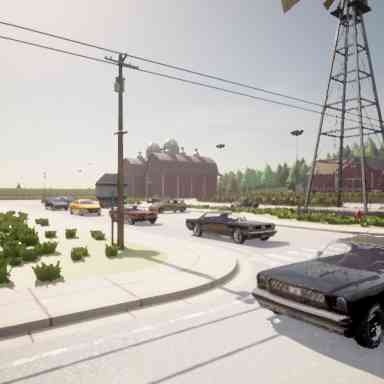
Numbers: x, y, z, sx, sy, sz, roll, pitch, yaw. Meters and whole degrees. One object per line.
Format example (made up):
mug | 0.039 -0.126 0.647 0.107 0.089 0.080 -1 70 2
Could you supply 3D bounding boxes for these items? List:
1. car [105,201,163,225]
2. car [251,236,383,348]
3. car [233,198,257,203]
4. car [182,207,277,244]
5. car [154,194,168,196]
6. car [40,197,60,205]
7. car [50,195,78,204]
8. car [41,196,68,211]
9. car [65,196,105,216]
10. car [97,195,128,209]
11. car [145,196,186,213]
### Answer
car | -4.348 1.601 24.312 1.895 1.301 4.718 0 0 -36
car | 3.370 1.601 6.395 4.718 1.301 1.895 0 0 -35
car | 7.060 1.520 44.266 3.905 1.438 1.784 0 0 -36
car | 1.757 1.601 16.080 1.895 1.301 4.718 0 0 -37
car | -6.350 1.309 62.309 4.605 1.855 1.932 0 0 -36
car | -25.154 1.547 58.654 2.033 1.411 5.357 0 0 -36
car | -25.321 1.480 65.803 4.611 1.667 2.242 0 0 -36
car | -16.852 1.547 41.273 2.033 1.411 5.357 0 0 -36
car | -10.542 1.477 32.691 1.882 1.535 5.008 0 0 -36
car | -11.037 1.313 46.261 3.866 1.878 1.905 0 0 -36
car | -2.622 1.505 35.712 4.193 1.474 1.816 0 0 -36
